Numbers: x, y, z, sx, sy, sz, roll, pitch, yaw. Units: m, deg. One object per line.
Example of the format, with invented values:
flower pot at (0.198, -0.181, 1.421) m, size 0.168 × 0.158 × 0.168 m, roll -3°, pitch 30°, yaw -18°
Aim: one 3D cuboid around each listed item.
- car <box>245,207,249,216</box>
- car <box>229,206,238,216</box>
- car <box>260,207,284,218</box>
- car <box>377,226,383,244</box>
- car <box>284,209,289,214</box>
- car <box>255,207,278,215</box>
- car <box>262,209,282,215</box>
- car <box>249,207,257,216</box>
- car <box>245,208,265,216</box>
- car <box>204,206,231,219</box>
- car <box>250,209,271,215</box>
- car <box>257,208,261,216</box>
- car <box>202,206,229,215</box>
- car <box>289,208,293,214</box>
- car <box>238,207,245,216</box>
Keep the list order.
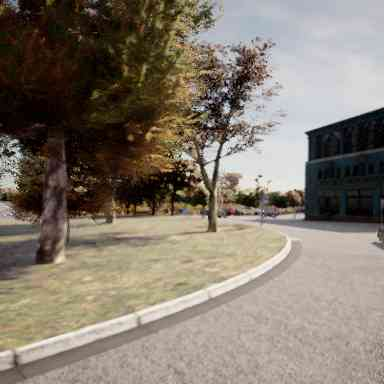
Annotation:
car at (9.637, 4.310, 73.326) m, size 4.553 × 1.767 × 2.185 m, roll 0°, pitch -3°, yaw 18°
car at (5.974, 3.873, 68.658) m, size 5.566 × 2.045 × 2.435 m, roll 0°, pitch -3°, yaw 18°
car at (15.825, 4.327, 65.566) m, size 1.837 × 1.490 × 4.892 m, roll 0°, pitch -3°, yaw 38°
car at (9.951, 1.832, 14.749) m, size 2.033 × 1.411 × 5.357 m, roll 1°, pitch -2°, yaw 14°
car at (22.810, 5.262, 89.431) m, size 5.008 × 1.535 × 2.097 m, roll 0°, pitch -2°, yaw 20°
car at (18.978, 4.826, 84.880) m, size 5.566 × 2.045 × 2.435 m, roll 0°, pitch -2°, yaw 19°
car at (20.897, 5.176, 87.162) m, size 4.892 × 1.521 × 2.231 m, roll 0°, pitch -3°, yaw 20°
car at (11.330, 4.580, 75.683) m, size 5.366 × 1.575 × 1.946 m, roll 0°, pitch -3°, yaw 18°
car at (15.269, 4.725, 80.260) m, size 4.553 × 1.767 × 2.185 m, roll 0°, pitch -2°, yaw 19°
car at (3.612, 3.070, 45.785) m, size 2.033 × 1.411 × 5.357 m, roll 2°, pitch -6°, yaw 16°
car at (17.087, 4.999, 82.573) m, size 4.792 × 1.488 × 2.163 m, roll 0°, pitch -2°, yaw 19°
car at (13.403, 4.472, 77.960) m, size 5.566 × 2.045 × 2.435 m, roll 0°, pitch -3°, yaw 19°
car at (4.179, 3.970, 66.292) m, size 4.892 × 1.521 × 2.231 m, roll 0°, pitch -3°, yaw 17°
car at (24.696, 5.218, 91.725) m, size 4.553 × 1.767 × 2.185 m, roll 0°, pitch -2°, yaw 20°
car at (7.861, 4.030, 70.988) m, size 5.566 × 2.045 × 2.435 m, roll 0°, pitch -3°, yaw 18°
